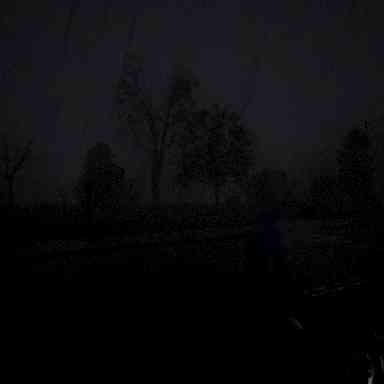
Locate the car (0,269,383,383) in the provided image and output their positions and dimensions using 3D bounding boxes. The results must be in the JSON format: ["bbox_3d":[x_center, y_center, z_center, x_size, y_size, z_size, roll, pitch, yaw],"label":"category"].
[{"bbox_3d":[0.115,1.563,3.455,4.181,1.385,1.994,0,0,-35],"label":"car"}]
